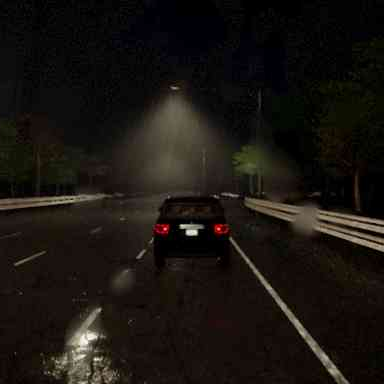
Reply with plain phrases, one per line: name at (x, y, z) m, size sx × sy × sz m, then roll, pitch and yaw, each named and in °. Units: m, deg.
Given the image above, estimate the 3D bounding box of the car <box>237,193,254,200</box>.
car at (10.800, 0.947, 66.876) m, size 2.033 × 1.411 × 5.357 m, roll 0°, pitch 1°, yaw 29°

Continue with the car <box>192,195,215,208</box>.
car at (1.572, 1.181, 41.502) m, size 2.033 × 1.411 × 5.357 m, roll 0°, pitch 1°, yaw 11°

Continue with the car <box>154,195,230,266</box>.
car at (-0.005, 1.121, 11.308) m, size 2.150 × 2.045 × 5.566 m, roll 0°, pitch 0°, yaw 0°
